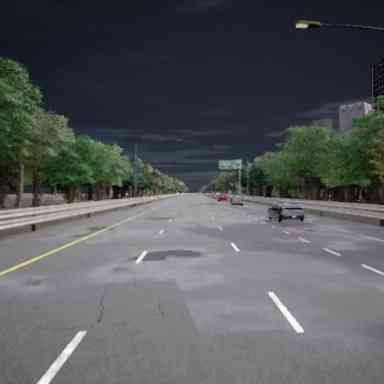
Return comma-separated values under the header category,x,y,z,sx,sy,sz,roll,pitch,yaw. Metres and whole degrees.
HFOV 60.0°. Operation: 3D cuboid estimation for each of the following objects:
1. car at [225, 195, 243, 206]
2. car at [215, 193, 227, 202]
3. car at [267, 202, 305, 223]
category,x,y,z,sx,sy,sz,roll,pitch,yaw
car,7.148,1.581,54.843,2.033,1.411,5.357,0,0,0
car,7.325,1.263,79.882,2.150,2.045,5.566,0,0,0
car,7.029,1.506,25.276,2.128,1.511,4.902,0,0,0
